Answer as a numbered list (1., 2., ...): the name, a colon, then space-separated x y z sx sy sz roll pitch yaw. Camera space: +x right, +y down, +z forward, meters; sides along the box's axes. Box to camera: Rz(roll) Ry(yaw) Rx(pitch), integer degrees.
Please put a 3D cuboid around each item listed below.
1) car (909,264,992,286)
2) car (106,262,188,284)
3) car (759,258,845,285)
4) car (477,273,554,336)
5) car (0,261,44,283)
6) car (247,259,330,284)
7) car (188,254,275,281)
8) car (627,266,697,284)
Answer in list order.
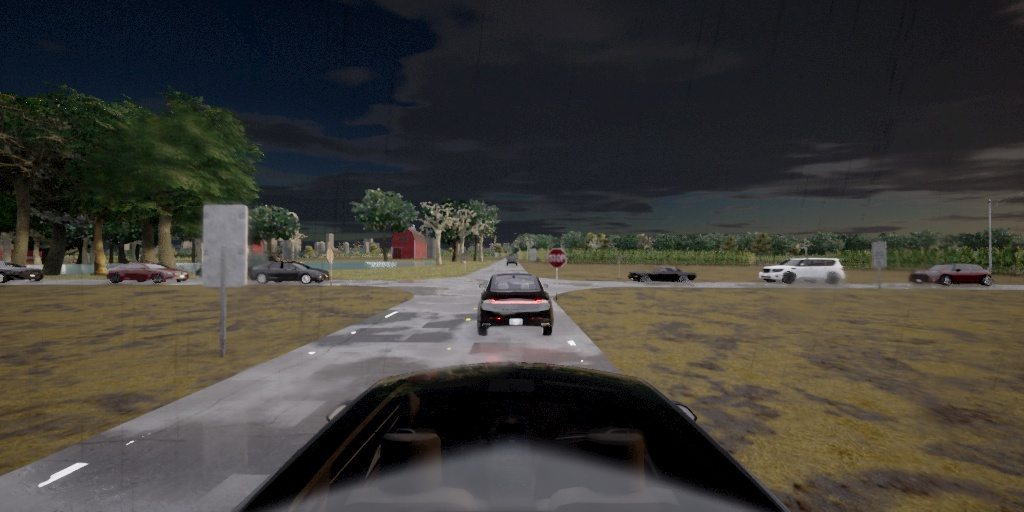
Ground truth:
1. car: 33.814 1.379 27.768 4.553 1.767 2.097 0 -1 0
2. car: -25.155 1.149 24.801 4.674 1.442 1.812 0 -1 0
3. car: 22.396 1.153 27.771 5.566 2.045 2.150 1 -1 0
4. car: 0.059 1.243 10.360 2.128 1.511 4.902 0 0 -1
5. car: -35.681 1.084 24.808 5.008 1.535 1.882 0 -1 0
6. car: -15.287 1.163 24.859 4.892 1.490 1.837 0 -1 -2
7. car: -21.163 0.908 27.822 5.566 2.045 2.150 0 -1 -1
8. car: 11.456 1.449 27.638 4.718 1.301 1.895 0 -1 -2
